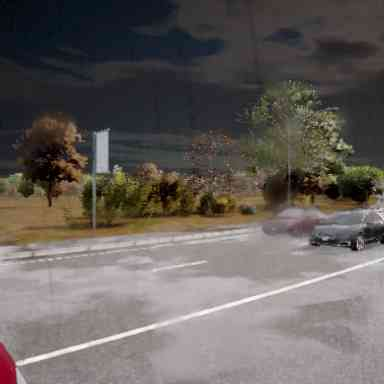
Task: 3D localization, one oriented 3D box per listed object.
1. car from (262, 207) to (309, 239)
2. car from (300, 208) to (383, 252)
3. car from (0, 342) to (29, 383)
[{"bbox_3d":[5.714,1.558,17.857,4.674,1.442,1.812,0,0,-42],"label":"car"},{"bbox_3d":[6.824,1.530,14.159,4.892,1.490,1.837,0,0,-42],"label":"car"},{"bbox_3d":[-3.298,1.609,1.486,4.718,1.301,1.895,0,0,-35],"label":"car"}]
